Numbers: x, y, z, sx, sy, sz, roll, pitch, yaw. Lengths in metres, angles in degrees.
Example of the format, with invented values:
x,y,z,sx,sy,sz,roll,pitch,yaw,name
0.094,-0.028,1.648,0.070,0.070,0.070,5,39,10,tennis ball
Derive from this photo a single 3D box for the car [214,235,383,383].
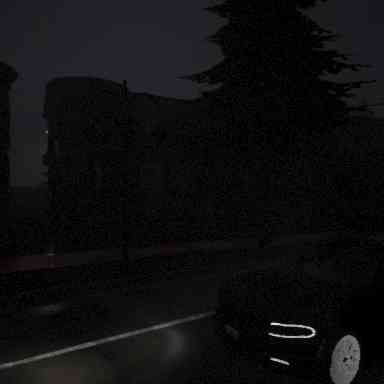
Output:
x,y,z,sx,sy,sz,roll,pitch,yaw,name
2.714,1.459,5.266,5.008,1.535,1.882,0,0,-27,car
